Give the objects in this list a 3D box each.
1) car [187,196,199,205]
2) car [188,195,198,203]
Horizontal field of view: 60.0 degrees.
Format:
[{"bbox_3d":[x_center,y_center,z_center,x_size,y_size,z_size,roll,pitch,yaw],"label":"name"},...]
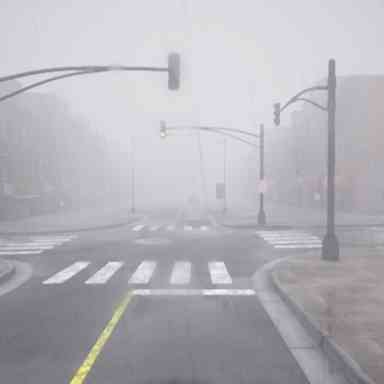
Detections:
[{"bbox_3d":[0.207,1.442,58.316,1.837,1.490,4.892,0,0,0],"label":"car"},{"bbox_3d":[0.244,1.451,68.738,2.033,1.411,5.357,0,0,0],"label":"car"}]
